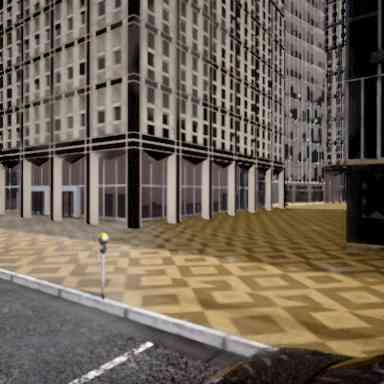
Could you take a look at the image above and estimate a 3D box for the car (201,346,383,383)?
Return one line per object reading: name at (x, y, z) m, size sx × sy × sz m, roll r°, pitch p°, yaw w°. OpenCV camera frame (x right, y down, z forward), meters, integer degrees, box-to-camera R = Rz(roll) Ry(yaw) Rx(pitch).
car at (1.809, 1.569, 1.586) m, size 4.313 × 1.339 × 1.947 m, roll 0°, pitch 0°, yaw 35°
